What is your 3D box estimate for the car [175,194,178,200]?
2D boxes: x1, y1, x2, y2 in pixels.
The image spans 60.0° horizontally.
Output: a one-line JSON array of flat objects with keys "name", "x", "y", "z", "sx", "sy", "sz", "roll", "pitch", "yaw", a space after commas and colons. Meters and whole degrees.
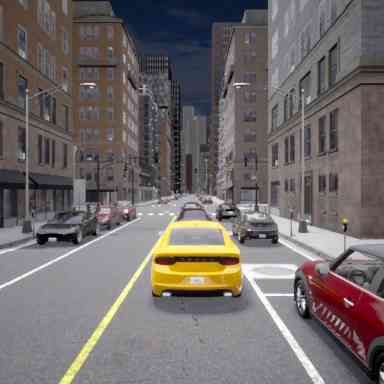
[{"name": "car", "x": -5.547, "y": 1.637, "z": 90.667, "sx": 1.752, "sy": 1.417, "sz": 4.829, "roll": 0, "pitch": 0, "yaw": 0}]

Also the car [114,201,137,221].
[{"name": "car", "x": -5.658, "y": 1.443, "z": 26.691, "sx": 1.967, "sy": 1.590, "sz": 4.097, "roll": 0, "pitch": 0, "yaw": 0}]

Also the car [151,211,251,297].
[{"name": "car", "x": 0.098, "y": 1.478, "z": 8.612, "sx": 1.882, "sy": 1.535, "sz": 5.008, "roll": 0, "pitch": 0, "yaw": 0}]

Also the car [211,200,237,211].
[{"name": "car", "x": 2.867, "y": 1.569, "z": 26.687, "sx": 1.947, "sy": 1.339, "sz": 4.313, "roll": 0, "pitch": 0, "yaw": 0}]

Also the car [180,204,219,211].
[{"name": "car", "x": 0.114, "y": 1.565, "z": 17.605, "sx": 1.994, "sy": 1.385, "sz": 4.181, "roll": 0, "pitch": 0, "yaw": 0}]

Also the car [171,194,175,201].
[{"name": "car", "x": -5.582, "y": 1.615, "z": 74.611, "sx": 2.008, "sy": 1.369, "sz": 4.403, "roll": 0, "pitch": 0, "yaw": 0}]

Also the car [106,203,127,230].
[{"name": "car", "x": -5.661, "y": 1.584, "z": 21.190, "sx": 1.802, "sy": 1.307, "sz": 4.206, "roll": 0, "pitch": 0, "yaw": 0}]

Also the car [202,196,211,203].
[{"name": "car", "x": 2.930, "y": 1.579, "z": 69.357, "sx": 1.752, "sy": 1.417, "sz": 4.829, "roll": 0, "pitch": 0, "yaw": 0}]

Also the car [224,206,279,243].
[{"name": "car", "x": 2.862, "y": 1.552, "z": 15.685, "sx": 2.008, "sy": 1.369, "sz": 4.403, "roll": 0, "pitch": 0, "yaw": 0}]

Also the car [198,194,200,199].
[{"name": "car", "x": 2.942, "y": 1.615, "z": 74.595, "sx": 2.008, "sy": 1.369, "sz": 4.403, "roll": 0, "pitch": 0, "yaw": 0}]

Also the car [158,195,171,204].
[{"name": "car", "x": -5.607, "y": 1.625, "z": 63.794, "sx": 1.802, "sy": 1.307, "sz": 4.206, "roll": 0, "pitch": 0, "yaw": 0}]

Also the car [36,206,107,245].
[{"name": "car", "x": -5.663, "y": 1.567, "z": 15.688, "sx": 1.947, "sy": 1.339, "sz": 4.313, "roll": 0, "pitch": 0, "yaw": 0}]

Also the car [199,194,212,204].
[{"name": "car", "x": 2.917, "y": 1.483, "z": 63.778, "sx": 1.967, "sy": 1.590, "sz": 4.097, "roll": 0, "pitch": 0, "yaw": 0}]

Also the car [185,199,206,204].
[{"name": "car", "x": 0.011, "y": 1.529, "z": 26.416, "sx": 1.812, "sy": 1.442, "sz": 4.674, "roll": 0, "pitch": 0, "yaw": 2}]

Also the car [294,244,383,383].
[{"name": "car", "x": 2.858, "y": 1.440, "z": 4.682, "sx": 1.967, "sy": 1.590, "sz": 4.097, "roll": 0, "pitch": 0, "yaw": 0}]
